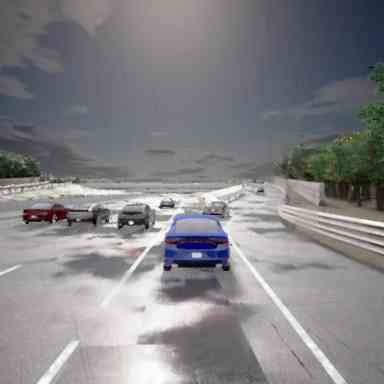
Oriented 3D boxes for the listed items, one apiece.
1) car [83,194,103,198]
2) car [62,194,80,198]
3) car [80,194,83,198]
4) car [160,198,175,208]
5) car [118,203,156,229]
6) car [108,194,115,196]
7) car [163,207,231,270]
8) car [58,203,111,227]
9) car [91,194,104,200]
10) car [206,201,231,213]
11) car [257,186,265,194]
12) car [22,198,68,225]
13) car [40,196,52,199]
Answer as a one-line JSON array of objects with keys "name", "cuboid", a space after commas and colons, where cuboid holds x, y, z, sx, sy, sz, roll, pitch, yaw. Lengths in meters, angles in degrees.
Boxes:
[{"name": "car", "cuboid": [-21.140, 1.376, 71.875, 2.128, 1.511, 4.902, 0, 0, 0]}, {"name": "car", "cuboid": [-21.080, 1.466, 56.048, 1.837, 1.490, 4.892, 0, 0, 0]}, {"name": "car", "cuboid": [-24.640, 1.205, 71.849, 2.097, 1.767, 4.553, 0, 0, 0]}, {"name": "car", "cuboid": [-3.494, 1.546, 47.908, 1.994, 1.385, 4.181, 0, 0, 0]}, {"name": "car", "cuboid": [-3.467, 1.497, 21.397, 1.837, 1.490, 4.892, 0, 0, 0]}, {"name": "car", "cuboid": [-21.299, 1.291, 87.709, 2.033, 1.411, 5.357, 0, 0, -1]}, {"name": "car", "cuboid": [0.148, 1.473, 11.027, 1.882, 1.535, 5.008, 0, 0, 1]}, {"name": "car", "cuboid": [-6.866, 1.482, 22.534, 2.128, 1.511, 4.902, 0, 0, 0]}, {"name": "car", "cuboid": [-24.799, 1.275, 87.654, 2.128, 1.511, 4.902, 0, 0, -1]}, {"name": "car", "cuboid": [2.302, 1.554, 29.749, 2.033, 1.411, 5.357, 1, 0, 13]}, {"name": "car", "cuboid": [17.786, -0.343, 85.754, 1.837, 1.490, 4.892, 0, 3, 11]}, {"name": "car", "cuboid": [-10.364, 1.467, 24.214, 1.882, 1.535, 5.008, 0, 0, 0]}, {"name": "car", "cuboid": [-24.573, 1.486, 55.994, 1.812, 1.442, 4.674, 0, 0, 0]}]
